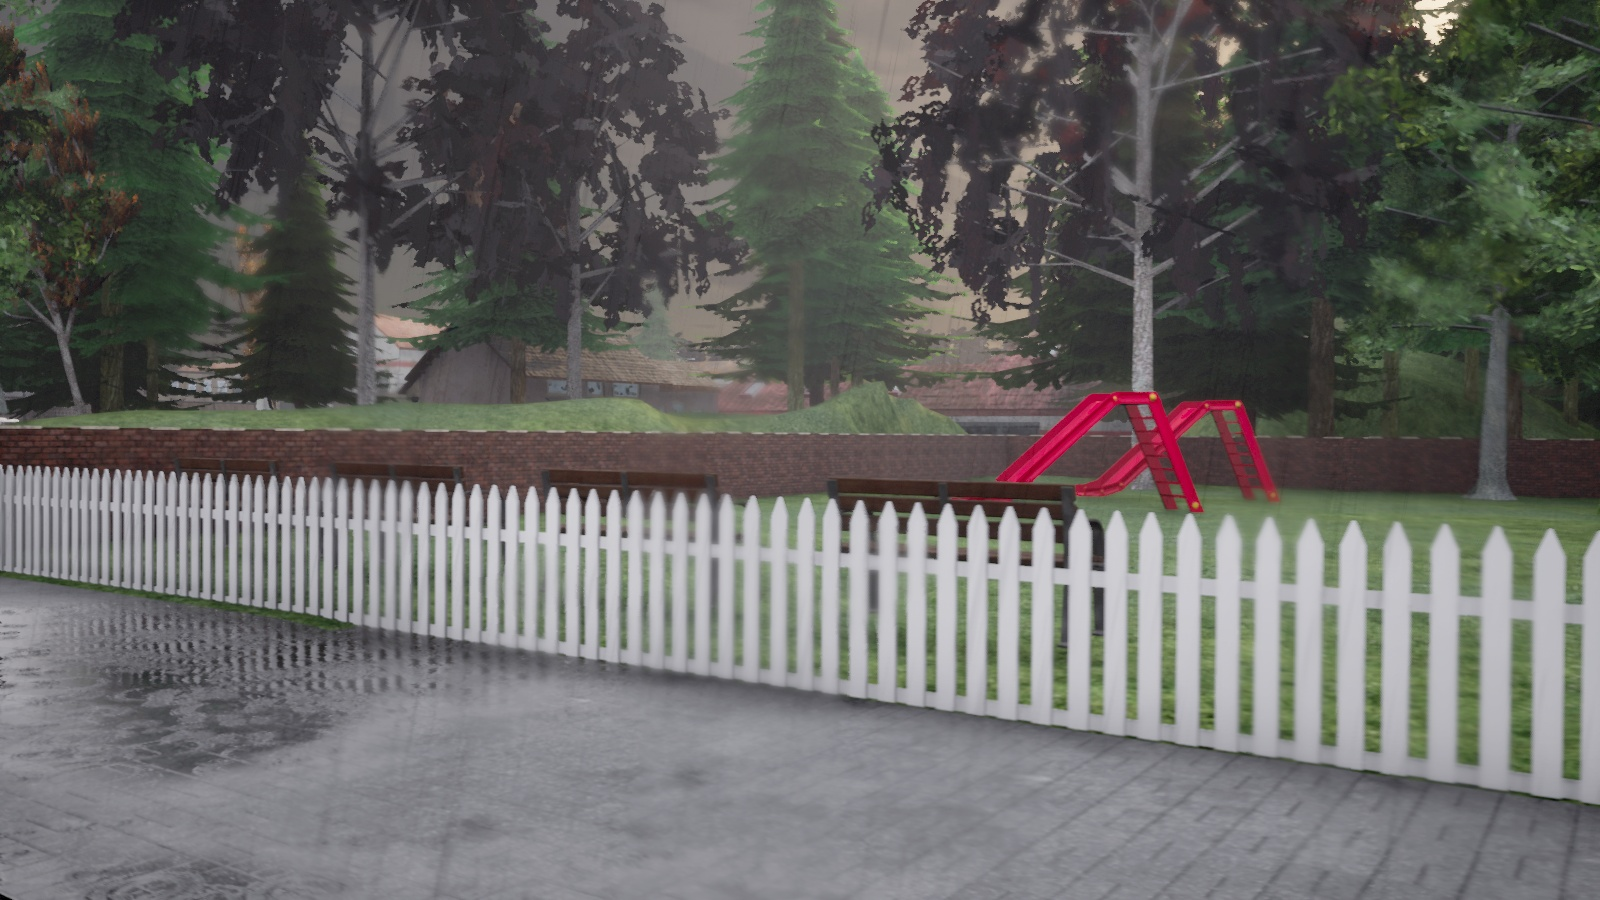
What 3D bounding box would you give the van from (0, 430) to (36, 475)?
[{"bbox_3d":[-38.260,0.130,58.134,2.069,2.038,4.480,0,1,34],"label":"van"}]
